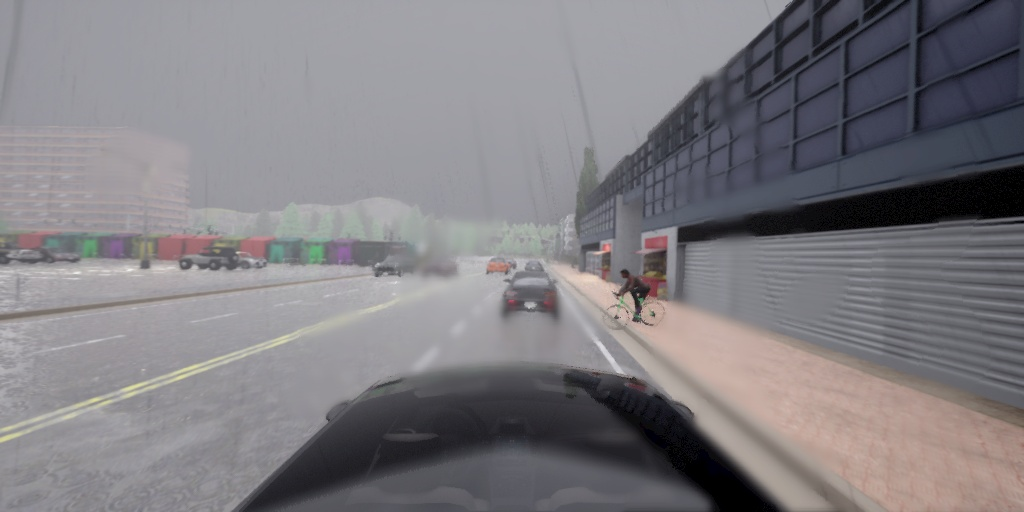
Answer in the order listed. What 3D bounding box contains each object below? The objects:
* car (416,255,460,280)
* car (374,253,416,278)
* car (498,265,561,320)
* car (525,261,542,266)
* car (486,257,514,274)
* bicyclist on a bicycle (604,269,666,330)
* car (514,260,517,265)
[{"bbox_3d":[-5.461,0.771,27.807,2.097,1.767,4.553,2,0,4],"label":"car"},{"bbox_3d":[-8.952,0.678,28.036,2.097,1.767,4.553,2,0,4],"label":"car"},{"bbox_3d":[0.680,1.248,12.555,1.812,1.442,4.674,2,0,3],"label":"car"},{"bbox_3d":[2.389,1.221,39.346,1.994,1.385,4.181,2,0,4],"label":"car"},{"bbox_3d":[-1.304,0.922,36.737,2.097,1.767,4.553,2,0,4],"label":"car"},{"bbox_3d":[3.235,1.145,9.585,1.656,1.620,0.582,-6,1,4],"label":"bicyclist on a bicycle"},{"bbox_3d":[-0.367,1.060,51.088,1.812,1.442,4.674,2,0,4],"label":"car"}]
